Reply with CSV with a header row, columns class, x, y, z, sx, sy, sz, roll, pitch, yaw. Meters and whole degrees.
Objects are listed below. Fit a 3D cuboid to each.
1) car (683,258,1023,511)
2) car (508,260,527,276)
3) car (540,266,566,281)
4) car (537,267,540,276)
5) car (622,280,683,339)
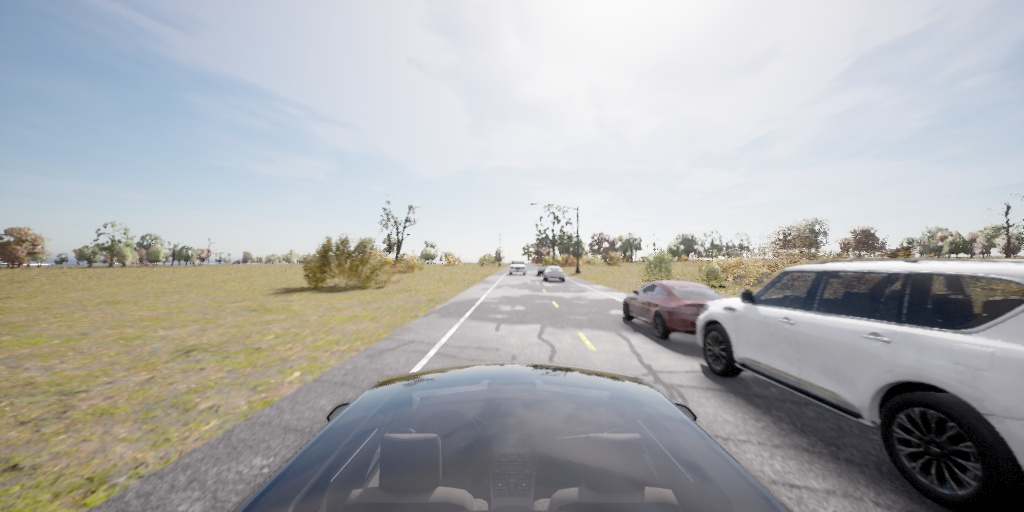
class,x,y,z,sx,sy,sz,roll,pitch,yaw
car,4.567,1.061,4.494,2.150,2.045,5.566,1,-1,1
car,0.757,1.483,46.918,2.150,2.045,5.566,1,-1,1
car,4.110,1.700,35.407,1.812,1.442,4.674,1,-1,2
car,4.251,1.900,46.460,1.895,1.301,4.718,1,-1,1
car,4.667,1.430,10.460,1.812,1.442,4.674,1,-1,1
